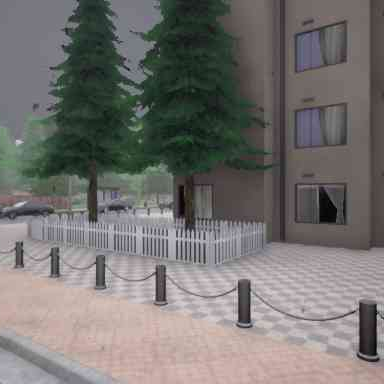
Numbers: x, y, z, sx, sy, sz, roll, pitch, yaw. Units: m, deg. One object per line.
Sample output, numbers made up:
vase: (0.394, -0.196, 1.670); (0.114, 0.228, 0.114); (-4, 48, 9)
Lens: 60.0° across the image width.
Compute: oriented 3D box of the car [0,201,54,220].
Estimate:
car: (-14.255, 1.510, 28.674); (1.812, 1.442, 4.674); (0, 0, 37)

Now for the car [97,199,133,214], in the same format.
car: (-8.663, 1.476, 36.134); (2.128, 1.511, 4.902); (0, 0, 37)

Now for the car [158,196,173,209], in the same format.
car: (-2.491, 1.337, 44.299); (2.097, 1.767, 4.553); (0, 0, 37)
